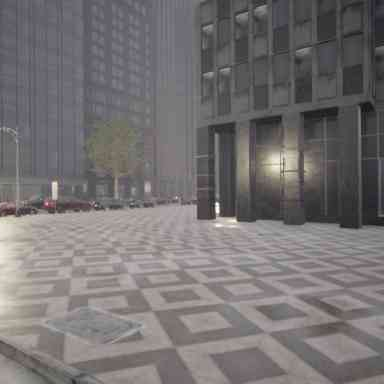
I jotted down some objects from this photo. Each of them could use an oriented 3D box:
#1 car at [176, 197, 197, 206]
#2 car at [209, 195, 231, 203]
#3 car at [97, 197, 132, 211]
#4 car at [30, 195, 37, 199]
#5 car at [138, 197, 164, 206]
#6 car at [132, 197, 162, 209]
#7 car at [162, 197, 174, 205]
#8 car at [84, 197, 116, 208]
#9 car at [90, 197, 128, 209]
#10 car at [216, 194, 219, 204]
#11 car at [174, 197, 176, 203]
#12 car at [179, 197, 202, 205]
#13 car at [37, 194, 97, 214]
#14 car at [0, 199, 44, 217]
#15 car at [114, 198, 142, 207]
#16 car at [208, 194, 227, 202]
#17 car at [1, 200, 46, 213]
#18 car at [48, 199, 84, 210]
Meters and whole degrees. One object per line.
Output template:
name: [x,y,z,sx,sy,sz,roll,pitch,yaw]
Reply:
car: [0.000,1.463,53.063,1.887,1.381,4.507,-1,0,35]
car: [5.488,1.417,65.510,2.128,1.511,4.902,-1,0,35]
car: [-9.628,1.526,39.155,1.947,1.339,4.313,-1,0,35]
car: [-17.241,1.265,38.304,2.150,2.045,5.566,-1,0,35]
car: [-7.102,1.546,57.780,1.752,1.417,4.829,-1,0,35]
car: [-6.418,1.510,43.790,1.947,1.339,4.313,-1,0,35]
car: [-5.670,1.591,54.921,1.895,1.301,4.718,-1,0,35]
car: [-13.426,1.485,48.647,1.967,1.590,4.097,-1,0,35]
car: [-11.522,1.506,46.539,2.128,1.511,4.902,-1,0,35]
car: [3.208,1.223,57.700,2.192,1.841,5.009,-1,0,35]
car: [-3.794,1.575,62.557,1.947,1.339,4.313,-1,0,35]
car: [-0.190,1.507,57.294,1.994,1.385,4.181,-1,0,34]
car: [-12.839,1.291,34.520,2.192,1.841,5.009,-1,0,35]
car: [-16.047,1.577,29.882,1.802,1.307,4.206,-1,0,35]
car: [-10.214,1.614,53.283,1.802,1.307,4.206,-1,0,35]
car: [5.834,1.297,76.468,2.192,1.841,5.009,-1,0,35]
car: [-19.844,1.644,39.373,1.947,1.339,4.313,-1,0,35]
car: [-16.634,1.643,44.010,1.802,1.307,4.206,-1,0,35]
